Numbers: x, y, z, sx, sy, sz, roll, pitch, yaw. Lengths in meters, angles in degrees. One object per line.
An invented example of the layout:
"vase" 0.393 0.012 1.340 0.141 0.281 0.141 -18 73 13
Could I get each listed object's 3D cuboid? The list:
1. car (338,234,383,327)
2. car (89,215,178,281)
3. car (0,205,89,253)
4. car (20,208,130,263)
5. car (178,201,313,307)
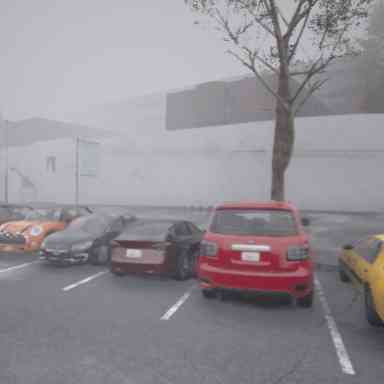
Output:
"car" 4.200 1.486 6.700 1.946 1.575 5.366 0 -1 15
"car" -0.741 1.515 10.024 2.163 1.488 4.792 0 -1 15
"car" -5.627 1.364 13.497 2.185 1.767 4.553 0 -1 15
"car" -3.186 1.488 11.735 2.231 1.521 4.892 1 -1 15
"car" 1.711 1.235 8.290 2.435 2.045 5.566 0 -1 15
